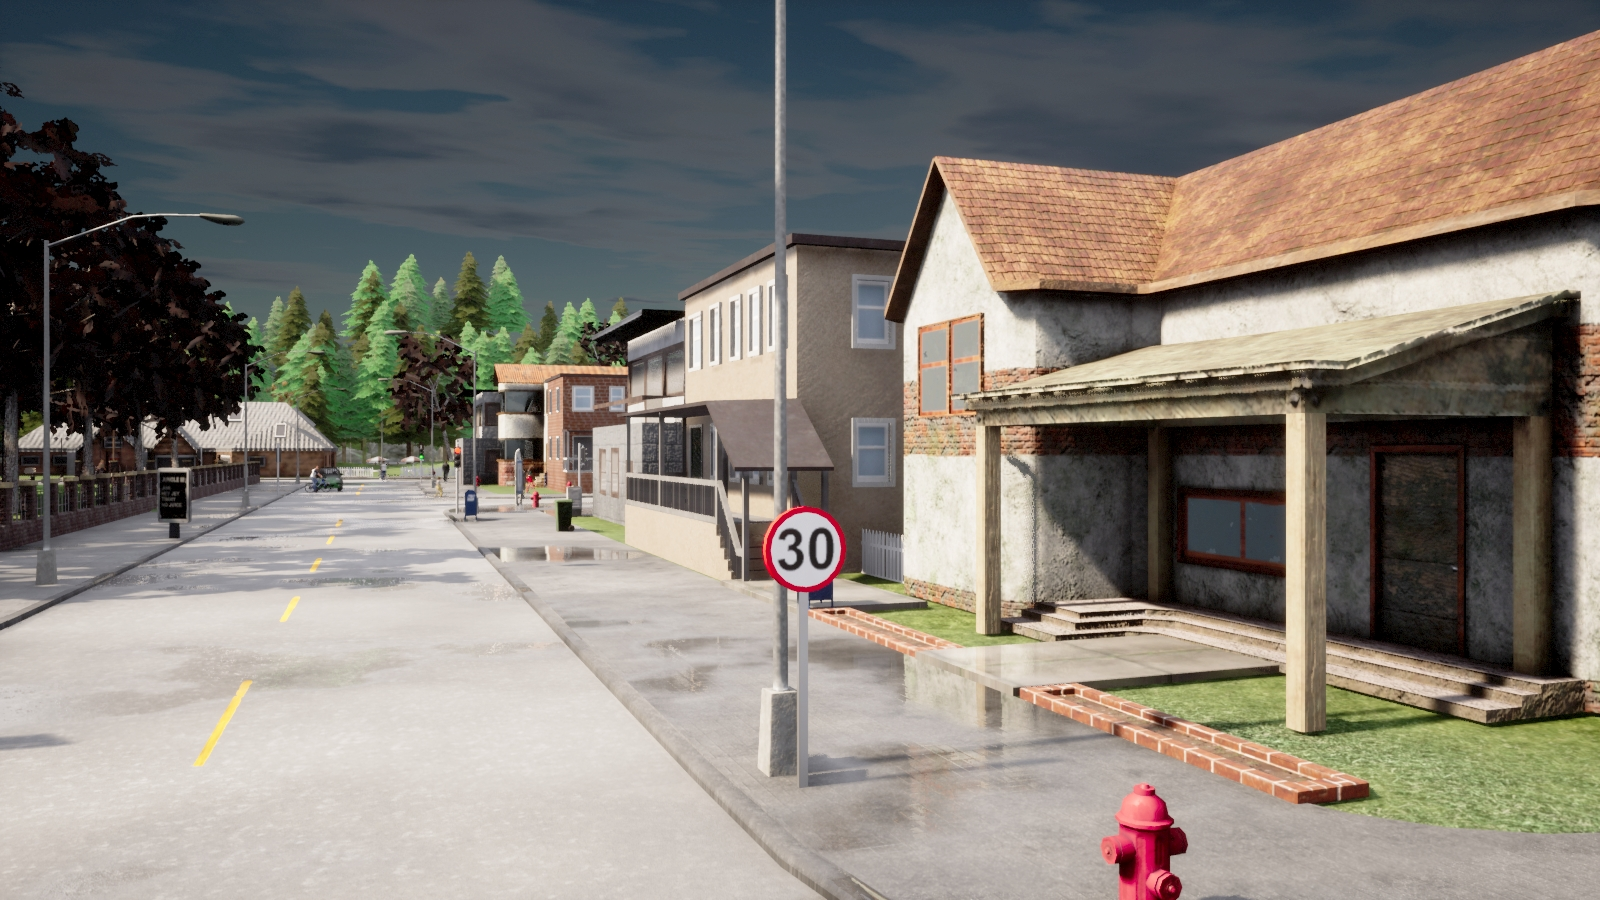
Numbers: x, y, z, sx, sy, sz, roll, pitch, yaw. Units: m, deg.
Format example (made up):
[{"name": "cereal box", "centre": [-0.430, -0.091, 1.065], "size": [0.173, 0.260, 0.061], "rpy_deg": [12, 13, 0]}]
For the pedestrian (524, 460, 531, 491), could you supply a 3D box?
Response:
[{"name": "pedestrian", "centre": [-16.471, 1.516, 69.073], "size": [0.375, 1.860, 0.375], "rpy_deg": [0, 0, -12]}]

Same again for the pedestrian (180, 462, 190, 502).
[{"name": "pedestrian", "centre": [-29.378, 1.525, 54.567], "size": [0.375, 1.860, 0.375], "rpy_deg": [0, 0, -20]}]

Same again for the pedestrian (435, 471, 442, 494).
[{"name": "pedestrian", "centre": [-21.208, 1.908, 66.976], "size": [0.375, 1.300, 0.375], "rpy_deg": [0, 0, -21]}]
